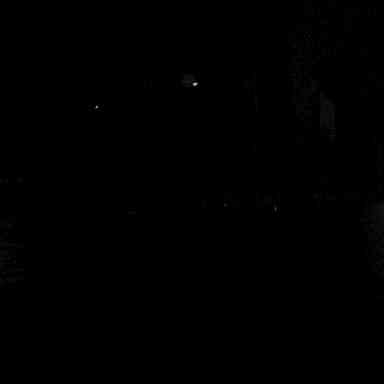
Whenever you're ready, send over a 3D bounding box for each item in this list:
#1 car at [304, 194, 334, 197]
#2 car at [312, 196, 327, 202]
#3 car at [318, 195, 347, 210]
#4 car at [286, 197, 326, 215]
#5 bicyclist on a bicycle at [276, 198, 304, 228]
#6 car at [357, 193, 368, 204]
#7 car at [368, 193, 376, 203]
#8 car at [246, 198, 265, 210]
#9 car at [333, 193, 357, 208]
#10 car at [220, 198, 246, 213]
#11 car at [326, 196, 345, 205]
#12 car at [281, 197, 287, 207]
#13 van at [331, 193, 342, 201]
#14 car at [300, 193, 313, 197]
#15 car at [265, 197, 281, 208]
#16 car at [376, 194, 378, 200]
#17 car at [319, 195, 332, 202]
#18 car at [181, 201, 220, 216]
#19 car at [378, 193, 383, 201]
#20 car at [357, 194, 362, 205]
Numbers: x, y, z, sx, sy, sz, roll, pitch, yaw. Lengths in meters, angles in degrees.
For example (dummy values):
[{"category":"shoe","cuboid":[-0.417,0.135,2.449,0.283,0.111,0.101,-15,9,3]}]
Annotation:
[{"category":"car","cuboid":[17.421,1.337,45.441,2.128,1.511,4.902,-1,0,35]},{"category":"car","cuboid":[26.349,1.418,68.751,1.947,1.339,4.313,0,0,35]},{"category":"car","cuboid":[17.271,1.377,40.719,1.887,1.381,4.507,0,0,35]},{"category":"car","cuboid":[10.842,1.424,31.453,1.947,1.339,4.313,0,0,35]},{"category":"bicyclist on a bicycle","cuboid":[5.360,1.177,18.359,1.656,1.620,0.582,-1,0,35]},{"category":"car","cuboid":[26.915,1.118,54.617,2.192,1.841,5.009,0,0,35]},{"category":"car","cuboid":[33.346,1.099,63.883,2.192,1.841,5.009,0,0,35]},{"category":"car","cuboid":[7.057,1.495,40.951,1.802,1.307,4.206,0,0,35]},{"category":"car","cuboid":[20.485,1.137,45.353,2.192,1.841,5.009,0,0,35]},{"category":"car","cuboid":[3.840,1.367,36.318,1.967,1.590,4.097,0,0,35]},{"category":"car","cuboid":[23.285,1.353,53.893,1.812,1.442,4.674,-1,0,35]},{"category":"car","cuboid":[13.487,1.456,50.218,1.947,1.339,4.313,0,0,35]},{"category":"van","cuboid":[35.992,1.186,82.651,1.690,1.788,3.998,-1,0,35]},{"category":"car","cuboid":[19.917,1.416,59.484,1.887,1.381,4.507,0,0,35]},{"category":"car","cuboid":[10.175,1.426,45.444,1.752,1.417,4.829,0,0,35]},{"category":"car","cuboid":[36.658,1.302,68.654,1.752,1.417,4.829,-1,0,35]},{"category":"car","cuboid":[29.563,1.427,73.382,1.802,1.307,4.206,0,0,35]},{"category":"car","cuboid":[0.627,1.525,31.685,1.802,1.307,4.206,0,0,35]},{"category":"car","cuboid":[42.990,1.358,77.779,1.802,1.307,4.206,-1,0,35]},{"category":"car","cuboid":[23.701,1.378,49.984,1.947,1.339,4.313,0,0,35]}]
